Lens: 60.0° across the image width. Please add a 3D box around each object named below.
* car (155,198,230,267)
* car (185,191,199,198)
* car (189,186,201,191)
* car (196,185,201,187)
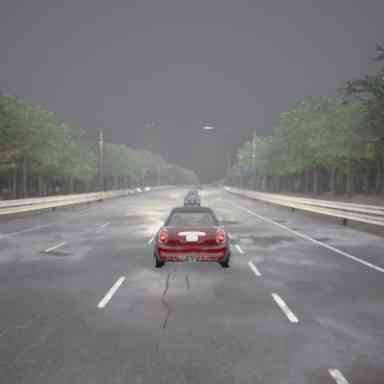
[{"bbox_3d":[0.002,1.243,11.115,2.097,1.767,4.553,0,1,0],"label":"car"},{"bbox_3d":[0.011,0.945,36.333,2.033,1.411,5.357,0,2,0],"label":"car"},{"bbox_3d":[0.185,0.124,63.343,2.033,1.411,5.357,0,2,1],"label":"car"},{"bbox_3d":[0.643,-0.329,80.533,1.895,1.301,4.718,0,2,2],"label":"car"}]
